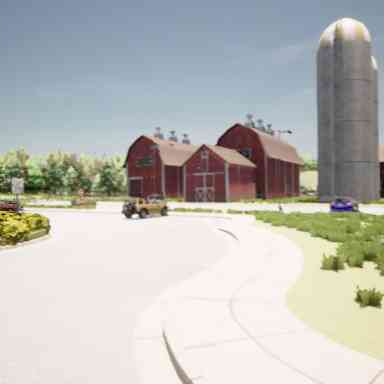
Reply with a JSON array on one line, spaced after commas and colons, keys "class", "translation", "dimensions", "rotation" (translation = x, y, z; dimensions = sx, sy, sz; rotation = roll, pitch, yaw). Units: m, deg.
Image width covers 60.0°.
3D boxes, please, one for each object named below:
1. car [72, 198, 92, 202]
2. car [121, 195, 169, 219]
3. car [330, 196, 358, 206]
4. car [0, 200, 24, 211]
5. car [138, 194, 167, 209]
[{"class": "car", "translation": [-17.083, 1.623, 52.544], "dimensions": [1.816, 1.474, 4.193], "rotation": [-1, 0, 33]}, {"class": "car", "translation": [-4.029, 1.309, 29.073], "dimensions": [1.932, 1.855, 4.605], "rotation": [-1, 0, 33]}, {"class": "car", "translation": [14.928, 1.247, 32.647], "dimensions": [2.242, 1.667, 4.611], "rotation": [-1, 0, 33]}, {"class": "car", "translation": [-23.034, 1.727, 41.076], "dimensions": [1.784, 1.438, 3.905], "rotation": [-1, 0, 33]}, {"class": "car", "translation": [-5.437, 1.302, 45.733], "dimensions": [1.905, 1.878, 3.866], "rotation": [-1, 0, 33]}]
